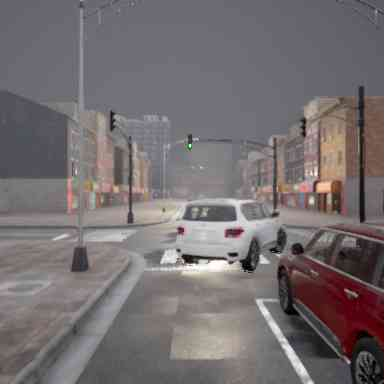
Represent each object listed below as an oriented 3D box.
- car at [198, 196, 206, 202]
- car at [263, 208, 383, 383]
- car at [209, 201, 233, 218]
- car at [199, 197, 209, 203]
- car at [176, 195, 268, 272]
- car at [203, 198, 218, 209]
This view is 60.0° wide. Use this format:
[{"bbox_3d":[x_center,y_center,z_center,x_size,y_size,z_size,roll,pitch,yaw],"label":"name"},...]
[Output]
[{"bbox_3d":[2.591,1.794,85.327,1.947,1.339,4.313,0,0,0],"label":"car"},{"bbox_3d":[2.647,1.318,4.523,2.192,1.841,5.009,1,0,0],"label":"car"},{"bbox_3d":[2.627,1.587,30.954,1.887,1.381,4.507,1,0,0],"label":"car"},{"bbox_3d":[2.598,1.731,74.452,2.008,1.369,4.403,0,0,0],"label":"car"},{"bbox_3d":[1.540,1.231,11.248,2.150,2.045,5.566,-1,0,27],"label":"car"},{"bbox_3d":[2.616,1.628,47.265,1.887,1.381,4.507,1,0,0],"label":"car"}]
